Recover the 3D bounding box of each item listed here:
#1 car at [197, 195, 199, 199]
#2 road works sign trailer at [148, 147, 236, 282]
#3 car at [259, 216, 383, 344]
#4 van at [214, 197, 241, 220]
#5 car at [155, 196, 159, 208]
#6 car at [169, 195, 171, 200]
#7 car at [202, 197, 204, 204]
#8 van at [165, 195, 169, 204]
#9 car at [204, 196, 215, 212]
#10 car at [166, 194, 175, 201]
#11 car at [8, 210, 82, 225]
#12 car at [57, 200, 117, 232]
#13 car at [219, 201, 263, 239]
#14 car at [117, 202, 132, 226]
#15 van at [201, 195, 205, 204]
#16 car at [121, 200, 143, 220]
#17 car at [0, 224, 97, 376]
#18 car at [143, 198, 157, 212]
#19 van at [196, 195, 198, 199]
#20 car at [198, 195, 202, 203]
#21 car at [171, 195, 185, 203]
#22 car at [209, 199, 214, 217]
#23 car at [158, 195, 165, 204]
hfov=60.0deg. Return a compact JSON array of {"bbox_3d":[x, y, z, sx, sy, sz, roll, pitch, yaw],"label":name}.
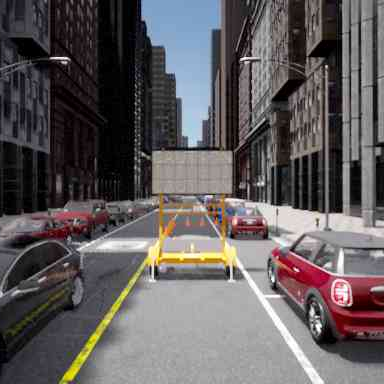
[{"bbox_3d":[2.695,1.751,74.084,1.887,1.381,4.507,0,0,0],"label":"car"},{"bbox_3d":[0.006,0.492,9.806,2.380,3.560,2.880,0,0,0],"label":"road works sign trailer"},{"bbox_3d":[2.758,1.458,6.443,1.967,1.590,4.097,0,0,0],"label":"car"},{"bbox_3d":[2.743,1.405,23.354,1.690,1.788,3.998,0,0,0],"label":"van"},{"bbox_3d":[-5.803,1.652,45.711,1.752,1.417,4.829,0,0,0],"label":"car"},{"bbox_3d":[-5.824,1.715,68.256,1.752,1.417,4.829,0,0,0],"label":"car"},{"bbox_3d":[2.721,1.693,45.900,1.947,1.339,4.313,0,0,0],"label":"car"},{"bbox_3d":[-5.819,1.515,62.791,1.690,1.788,3.998,0,0,0],"label":"van"},{"bbox_3d":[2.733,1.411,34.628,2.192,1.841,5.009,0,0,0],"label":"car"},{"bbox_3d":[-5.845,1.575,90.972,2.192,1.841,5.009,0,0,0],"label":"car"},{"bbox_3d":[-5.772,1.578,12.063,1.887,1.381,4.507,0,0,0],"label":"car"},{"bbox_3d":[-5.777,1.364,17.700,2.192,1.841,5.009,0,0,0],"label":"car"},{"bbox_3d":[2.748,1.489,17.717,1.967,1.590,4.097,0,0,0],"label":"car"},{"bbox_3d":[-5.783,1.630,23.336,1.947,1.339,4.313,0,0,0],"label":"car"},{"bbox_3d":[2.717,1.484,51.538,1.690,1.788,3.998,0,0,0],"label":"van"},{"bbox_3d":[-5.788,1.520,28.973,1.967,1.590,4.097,0,0,0],"label":"car"},{"bbox_3d":[-3.106,1.519,5.033,1.837,1.490,4.892,0,0,0],"label":"car"},{"bbox_3d":[-5.798,1.662,40.245,2.008,1.369,4.403,0,0,0],"label":"car"},{"bbox_3d":[2.680,1.601,90.995,1.690,1.788,3.998,0,0,0],"label":"van"},{"bbox_3d":[2.706,1.740,62.811,1.947,1.339,4.313,0,0,0],"label":"car"},{"bbox_3d":[-3.068,1.766,72.563,1.994,1.385,4.181,0,0,0],"label":"car"},{"bbox_3d":[2.737,1.625,28.990,1.887,1.381,4.507,0,0,0],"label":"car"},{"bbox_3d":[-5.808,1.583,51.518,1.967,1.590,4.097,0,0,0],"label":"car"}]
